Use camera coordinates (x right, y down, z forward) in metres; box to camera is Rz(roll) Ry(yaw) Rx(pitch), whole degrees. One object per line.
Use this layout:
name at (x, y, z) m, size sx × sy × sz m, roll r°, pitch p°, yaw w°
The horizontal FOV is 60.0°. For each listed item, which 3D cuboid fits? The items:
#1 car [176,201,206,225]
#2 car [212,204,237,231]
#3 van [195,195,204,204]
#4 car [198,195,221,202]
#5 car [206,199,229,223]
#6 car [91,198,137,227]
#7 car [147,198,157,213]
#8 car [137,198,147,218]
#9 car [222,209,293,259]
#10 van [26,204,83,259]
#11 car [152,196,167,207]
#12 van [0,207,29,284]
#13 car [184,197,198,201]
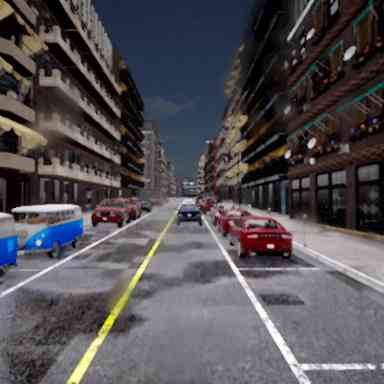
car at (-0.204, 1.627, 24.939) m, size 2.033 × 1.411 × 5.357 m, roll 0°, pitch 0°, yaw -1°
car at (2.368, 1.595, 18.172) m, size 1.887 × 1.381 × 4.507 m, roll 1°, pitch 0°, yaw -1°
van at (1.642, 1.667, 73.482) m, size 1.690 × 1.788 × 3.998 m, roll 1°, pitch 0°, yaw -1°
car at (2.130, 1.429, 34.765) m, size 2.192 × 1.841 × 5.009 m, roll 1°, pitch 0°, yaw -1°
car at (2.309, 1.510, 23.704) m, size 1.967 × 1.590 × 4.097 m, roll 1°, pitch 0°, yaw -1°
car at (-5.577, 1.402, 23.666) m, size 2.192 × 1.841 × 5.009 m, roll 1°, pitch 0°, yaw -1°
car at (-5.791, 1.720, 40.256) m, size 1.947 × 1.339 × 4.313 m, roll 1°, pitch 0°, yaw -1°
car at (-5.646, 1.423, 29.195) m, size 2.192 × 1.841 × 5.009 m, roll 1°, pitch 0°, yaw -1°
car at (2.438, 1.576, 12.643) m, size 1.887 × 1.381 × 4.507 m, roll 1°, pitch 0°, yaw -1°
van at (-5.439, 1.388, 12.606) m, size 1.690 × 1.788 × 3.998 m, roll 1°, pitch 0°, yaw -1°
car at (-5.994, 1.555, 56.845) m, size 2.192 × 1.841 × 5.009 m, roll 1°, pitch 0°, yaw -1°
van at (-5.368, 1.371, 7.074) m, size 1.690 × 1.788 × 3.998 m, roll 1°, pitch 0°, yaw -1°
car at (-0.419, 1.679, 42.464) m, size 1.812 × 1.442 × 4.674 m, roll 0°, pitch 0°, yaw -1°
